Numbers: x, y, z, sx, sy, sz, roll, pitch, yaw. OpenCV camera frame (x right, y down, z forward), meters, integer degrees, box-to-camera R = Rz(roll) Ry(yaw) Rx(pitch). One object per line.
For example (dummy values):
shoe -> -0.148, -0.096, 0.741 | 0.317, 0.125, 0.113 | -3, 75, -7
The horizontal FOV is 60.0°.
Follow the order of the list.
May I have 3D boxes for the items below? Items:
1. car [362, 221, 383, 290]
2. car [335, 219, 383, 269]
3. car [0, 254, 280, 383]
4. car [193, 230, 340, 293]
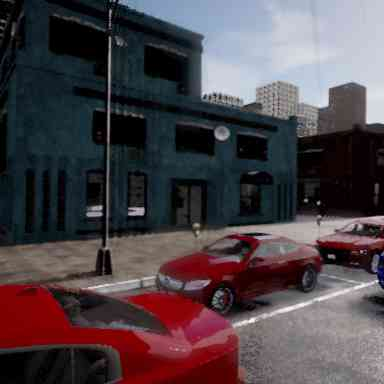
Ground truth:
car -> 6.325, 1.503, 7.872 | 5.008, 1.535, 1.882 | 0, 0, -35
car -> 5.762, 1.573, 10.655 | 4.507, 1.381, 1.887 | 0, 1, -35
car -> -1.897, 1.477, 2.011 | 5.008, 1.535, 1.882 | 0, 0, -35
car -> 1.218, 1.596, 7.415 | 4.206, 1.307, 1.802 | 0, 1, -35
